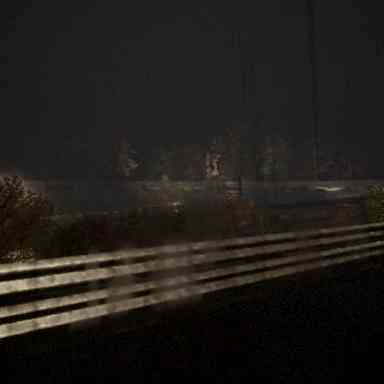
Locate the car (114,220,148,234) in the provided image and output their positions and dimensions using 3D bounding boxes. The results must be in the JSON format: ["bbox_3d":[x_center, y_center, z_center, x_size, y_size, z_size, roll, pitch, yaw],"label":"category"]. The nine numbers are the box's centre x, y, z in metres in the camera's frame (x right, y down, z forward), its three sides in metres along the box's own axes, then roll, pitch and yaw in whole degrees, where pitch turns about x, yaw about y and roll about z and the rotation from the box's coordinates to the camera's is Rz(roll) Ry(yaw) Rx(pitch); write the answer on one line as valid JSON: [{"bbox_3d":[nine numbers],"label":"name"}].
[{"bbox_3d":[-9.800,5.613,53.496,5.008,1.535,1.882,-4,3,-20],"label":"car"}]

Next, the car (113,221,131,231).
[{"bbox_3d":[-9.347,5.475,49.928,5.566,2.045,2.150,-4,3,-20],"label":"car"}]

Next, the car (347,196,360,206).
[{"bbox_3d":[37.124,1.991,74.255,5.566,2.045,2.150,-4,3,-20],"label":"car"}]
